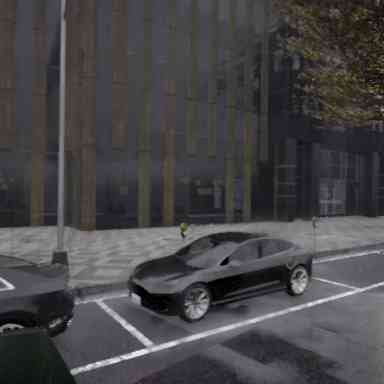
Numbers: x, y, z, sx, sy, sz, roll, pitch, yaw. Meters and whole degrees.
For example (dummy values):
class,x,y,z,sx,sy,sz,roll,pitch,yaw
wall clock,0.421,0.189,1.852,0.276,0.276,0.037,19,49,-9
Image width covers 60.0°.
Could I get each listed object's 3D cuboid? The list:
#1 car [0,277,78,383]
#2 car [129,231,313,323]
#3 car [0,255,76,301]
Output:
class,x,y,z,sx,sy,sz,roll,pitch,yaw
car,-2.921,1.551,1.408,4.718,1.301,1.895,1,0,-34
car,0.810,1.571,7.175,4.313,1.339,1.947,1,0,-34
car,-3.744,1.488,4.068,4.403,1.369,2.008,1,0,-34
